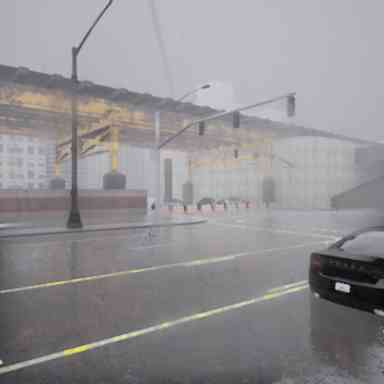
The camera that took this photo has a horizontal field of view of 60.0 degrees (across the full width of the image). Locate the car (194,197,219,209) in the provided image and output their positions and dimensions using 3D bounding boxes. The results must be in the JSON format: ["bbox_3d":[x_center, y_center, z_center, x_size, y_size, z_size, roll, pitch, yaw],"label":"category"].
[{"bbox_3d":[1.801,1.266,40.072,1.853,1.218,4.536,0,0,18],"label":"car"}]

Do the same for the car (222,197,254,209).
[{"bbox_3d":[5.611,1.259,43.810,4.536,1.218,1.853,0,0,-7],"label":"car"}]

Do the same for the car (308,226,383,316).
[{"bbox_3d":[4.573,1.468,7.110,5.008,1.535,1.882,0,0,-36],"label":"car"}]

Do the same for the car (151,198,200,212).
[{"bbox_3d":[-1.935,1.429,37.304,4.974,1.542,2.038,0,0,8],"label":"car"}]

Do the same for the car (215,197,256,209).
[{"bbox_3d":[5.662,1.417,43.817,4.974,1.542,2.038,0,0,-7],"label":"car"}]

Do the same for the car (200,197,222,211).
[{"bbox_3d":[1.786,1.423,40.023,2.038,1.542,4.974,0,0,18],"label":"car"}]

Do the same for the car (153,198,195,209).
[{"bbox_3d":[-1.986,1.271,37.311,4.536,1.218,1.853,0,0,8],"label":"car"}]
